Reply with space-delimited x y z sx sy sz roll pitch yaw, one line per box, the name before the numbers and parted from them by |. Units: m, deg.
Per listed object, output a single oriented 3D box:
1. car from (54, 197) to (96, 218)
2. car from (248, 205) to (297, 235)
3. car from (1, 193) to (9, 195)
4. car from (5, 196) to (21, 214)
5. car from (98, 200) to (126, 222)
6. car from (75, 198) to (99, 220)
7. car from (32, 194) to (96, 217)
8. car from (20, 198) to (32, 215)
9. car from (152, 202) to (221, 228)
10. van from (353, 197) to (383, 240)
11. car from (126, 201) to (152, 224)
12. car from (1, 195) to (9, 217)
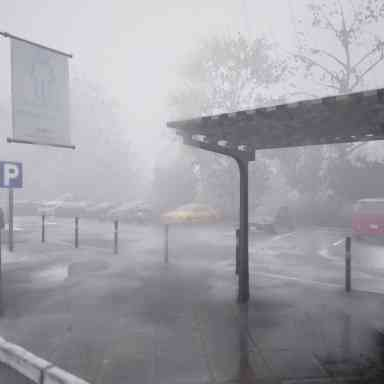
car | -8.930 1.466 29.102 2.097 1.535 5.008 0 0 36
car | 4.604 1.514 19.396 2.163 1.488 4.792 0 0 36
car | -24.764 1.153 40.368 2.435 2.045 5.566 0 0 36
car | -15.713 1.455 33.934 2.097 1.535 5.008 0 0 36
car | -4.411 1.473 25.877 2.231 1.521 4.892 0 0 36
car | -6.671 1.469 27.489 2.097 1.535 5.008 0 0 36
car | -11.208 1.212 30.688 2.435 2.045 5.566 0 0 36
car | -13.453 1.462 32.319 2.231 1.521 4.892 0 0 36
car | -0.006 1.475 22.495 1.946 1.575 5.366 0 0 36
van | 9.205 1.264 16.289 1.878 1.987 4.442 0 0 36
car | -2.140 1.505 24.283 2.163 1.488 4.792 0 0 36
car | -17.863 1.444 35.702 1.946 1.575 5.366 0 0 36
